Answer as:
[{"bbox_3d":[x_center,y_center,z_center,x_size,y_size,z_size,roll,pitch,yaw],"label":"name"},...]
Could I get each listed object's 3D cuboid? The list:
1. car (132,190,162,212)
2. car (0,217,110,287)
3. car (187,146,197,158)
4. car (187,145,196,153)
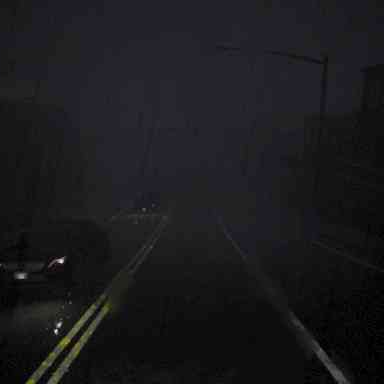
[{"bbox_3d":[-3.507,0.591,26.954,2.033,1.411,5.357,0,7,0],"label":"car"},{"bbox_3d":[-3.593,1.483,9.332,1.812,1.442,4.674,0,0,0],"label":"car"},{"bbox_3d":[-0.027,-7.856,66.948,2.097,1.767,4.553,0,13,0],"label":"car"},{"bbox_3d":[-0.032,-9.928,76.714,1.994,1.385,4.181,0,13,0],"label":"car"}]
